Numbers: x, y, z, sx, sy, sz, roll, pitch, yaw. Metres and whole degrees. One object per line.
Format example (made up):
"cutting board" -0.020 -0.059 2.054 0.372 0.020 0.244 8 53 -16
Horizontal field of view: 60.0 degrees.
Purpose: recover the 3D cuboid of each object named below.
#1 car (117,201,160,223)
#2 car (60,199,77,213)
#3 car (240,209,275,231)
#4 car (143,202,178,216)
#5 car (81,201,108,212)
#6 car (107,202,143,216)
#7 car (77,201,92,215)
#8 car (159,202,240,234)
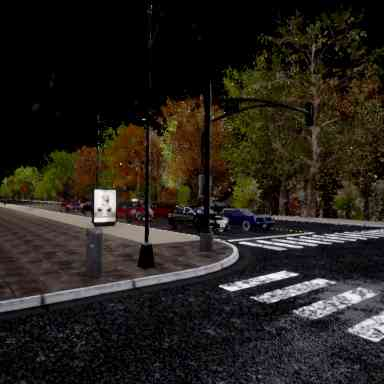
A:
"car" -4.924 1.537 27.686 2.097 1.767 4.553 1 -1 -35
"car" -15.726 1.732 43.375 2.097 1.767 4.553 1 -1 -34
"car" 3.116 1.732 21.764 1.895 1.301 4.718 1 -1 -35
"car" -3.631 1.853 37.591 1.837 1.490 4.892 1 -1 -35
"car" -13.556 1.980 45.955 2.033 1.411 5.357 1 -1 -34
"car" -7.560 1.871 37.215 2.033 1.411 5.357 1 -1 -34
"car" -10.126 1.770 35.218 2.128 1.511 4.902 1 -1 -35
"car" 0.293 1.582 20.113 2.128 1.511 4.902 1 -1 -34
